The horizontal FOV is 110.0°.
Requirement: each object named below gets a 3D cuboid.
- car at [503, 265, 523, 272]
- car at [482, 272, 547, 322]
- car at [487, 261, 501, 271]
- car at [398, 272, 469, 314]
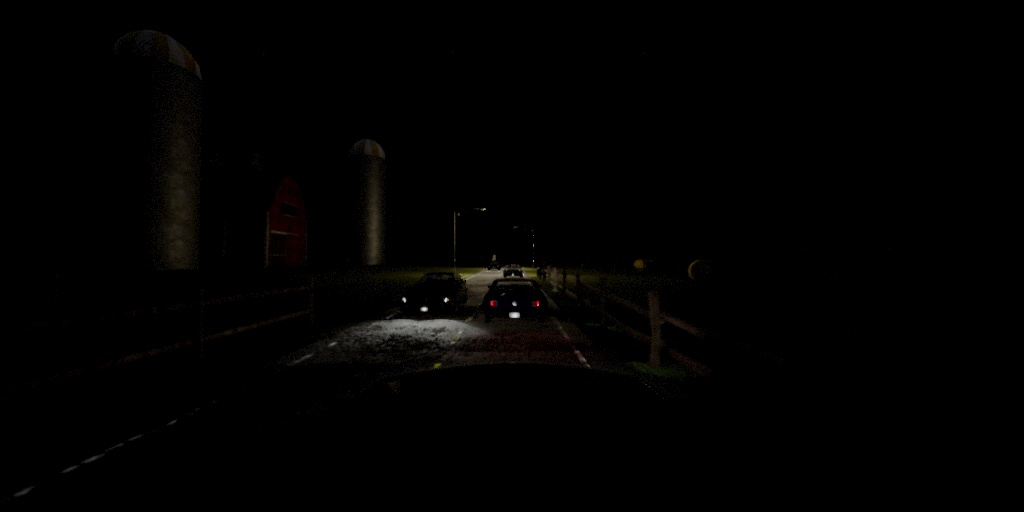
[{"bbox_3d":[0.098,1.532,36.540,1.895,1.301,4.718,0,0,0],"label":"car"},{"bbox_3d":[0.089,1.405,12.436,1.895,1.301,4.718,0,0,0],"label":"car"},{"bbox_3d":[-2.809,1.527,57.030,1.882,1.535,5.008,0,0,0],"label":"car"},{"bbox_3d":[-2.851,1.361,14.319,2.033,1.411,5.357,0,0,0],"label":"car"}]
